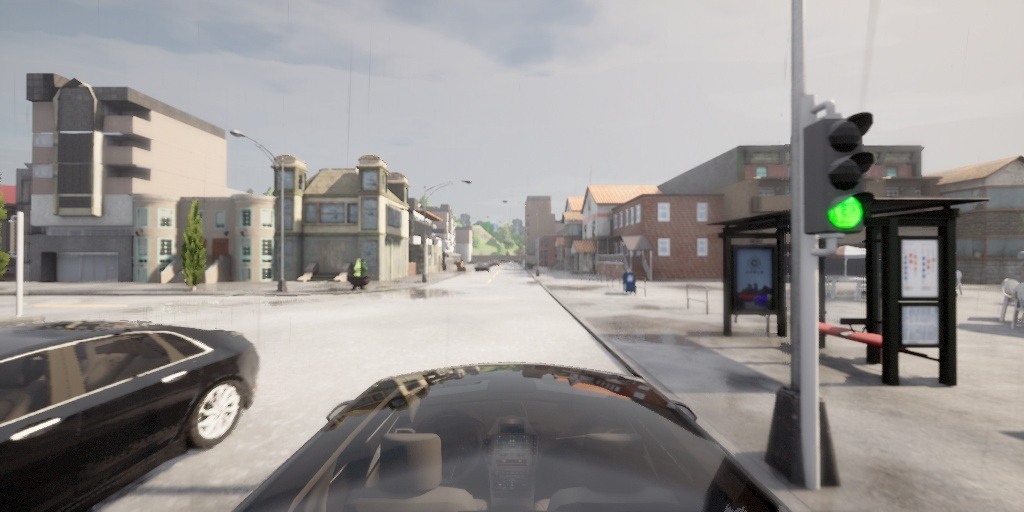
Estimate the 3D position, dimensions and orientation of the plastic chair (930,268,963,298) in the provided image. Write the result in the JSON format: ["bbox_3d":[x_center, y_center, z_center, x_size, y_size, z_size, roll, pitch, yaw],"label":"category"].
[{"bbox_3d":[22.492,1.377,18.487,0.750,1.272,0.730,0,0,0],"label":"plastic chair"}]

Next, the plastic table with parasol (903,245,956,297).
[{"bbox_3d":[22.501,0.781,19.957,2.482,2.480,2.482,0,0,0],"label":"plastic table with parasol"}]

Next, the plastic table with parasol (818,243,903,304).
[{"bbox_3d":[15.912,0.764,17.064,2.482,2.480,2.482,0,0,0],"label":"plastic table with parasol"}]

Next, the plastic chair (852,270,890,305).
[{"bbox_3d":[15.793,1.361,15.784,0.750,1.272,0.730,0,0,0],"label":"plastic chair"}]

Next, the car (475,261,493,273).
[{"bbox_3d":[-4.027,1.647,49.546,1.895,1.301,4.718,0,0,0],"label":"car"}]

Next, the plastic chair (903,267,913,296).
[{"bbox_3d":[21.323,1.385,19.882,0.730,1.272,0.750,0,0,-1],"label":"plastic chair"}]

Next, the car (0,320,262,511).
[{"bbox_3d":[-3.999,1.348,2.414,1.837,1.490,4.892,0,0,0],"label":"car"}]

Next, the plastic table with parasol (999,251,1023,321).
[{"bbox_3d":[15.166,0.719,9.244,2.482,2.480,2.482,0,0,0],"label":"plastic table with parasol"}]

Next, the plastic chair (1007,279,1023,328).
[{"bbox_3d":[13.896,1.324,9.383,0.730,1.272,0.750,0,0,0],"label":"plastic chair"}]

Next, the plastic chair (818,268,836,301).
[{"bbox_3d":[14.692,1.369,17.183,0.730,1.272,0.750,0,0,0],"label":"plastic chair"}]
